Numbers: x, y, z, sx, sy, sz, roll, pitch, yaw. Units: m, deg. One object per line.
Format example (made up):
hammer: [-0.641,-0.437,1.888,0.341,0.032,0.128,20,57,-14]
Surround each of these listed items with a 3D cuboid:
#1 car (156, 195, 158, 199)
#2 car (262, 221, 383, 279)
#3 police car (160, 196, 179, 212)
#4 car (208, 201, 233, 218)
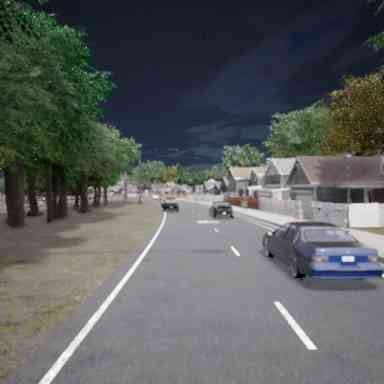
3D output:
car: [-6.341,1.623,75.713,2.033,1.411,5.357,0,0,-11]
car: [3.561,1.601,10.167,2.033,1.411,5.357,0,0,-1]
police car: [-2.689,1.592,41.751,1.930,1.638,5.238,0,0,-5]
car: [2.719,1.644,31.906,1.837,1.490,4.892,0,0,-4]
